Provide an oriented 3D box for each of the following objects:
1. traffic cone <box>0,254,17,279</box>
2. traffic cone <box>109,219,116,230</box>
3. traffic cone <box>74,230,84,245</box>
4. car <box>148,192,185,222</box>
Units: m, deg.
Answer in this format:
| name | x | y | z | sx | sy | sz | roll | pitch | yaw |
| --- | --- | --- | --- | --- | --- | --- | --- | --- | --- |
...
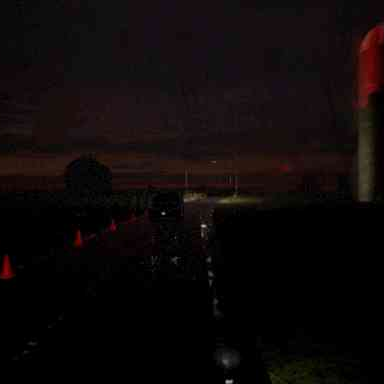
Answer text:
| name | x | y | z | sx | sy | sz | roll | pitch | yaw |
| --- | --- | --- | --- | --- | --- | --- | --- | --- | --- |
| traffic cone | -4.733 | 1.887 | 8.521 | 0.340 | 0.580 | 0.340 | 0 | 0 | 1 |
| traffic cone | -4.421 | 1.811 | 18.569 | 0.340 | 0.580 | 0.340 | 0 | 0 | 2 |
| traffic cone | -4.604 | 1.849 | 13.546 | 0.340 | 0.580 | 0.340 | 0 | 0 | 2 |
| car | -1.738 | 1.032 | 24.611 | 2.150 | 2.045 | 5.566 | 0 | 0 | 3 |
